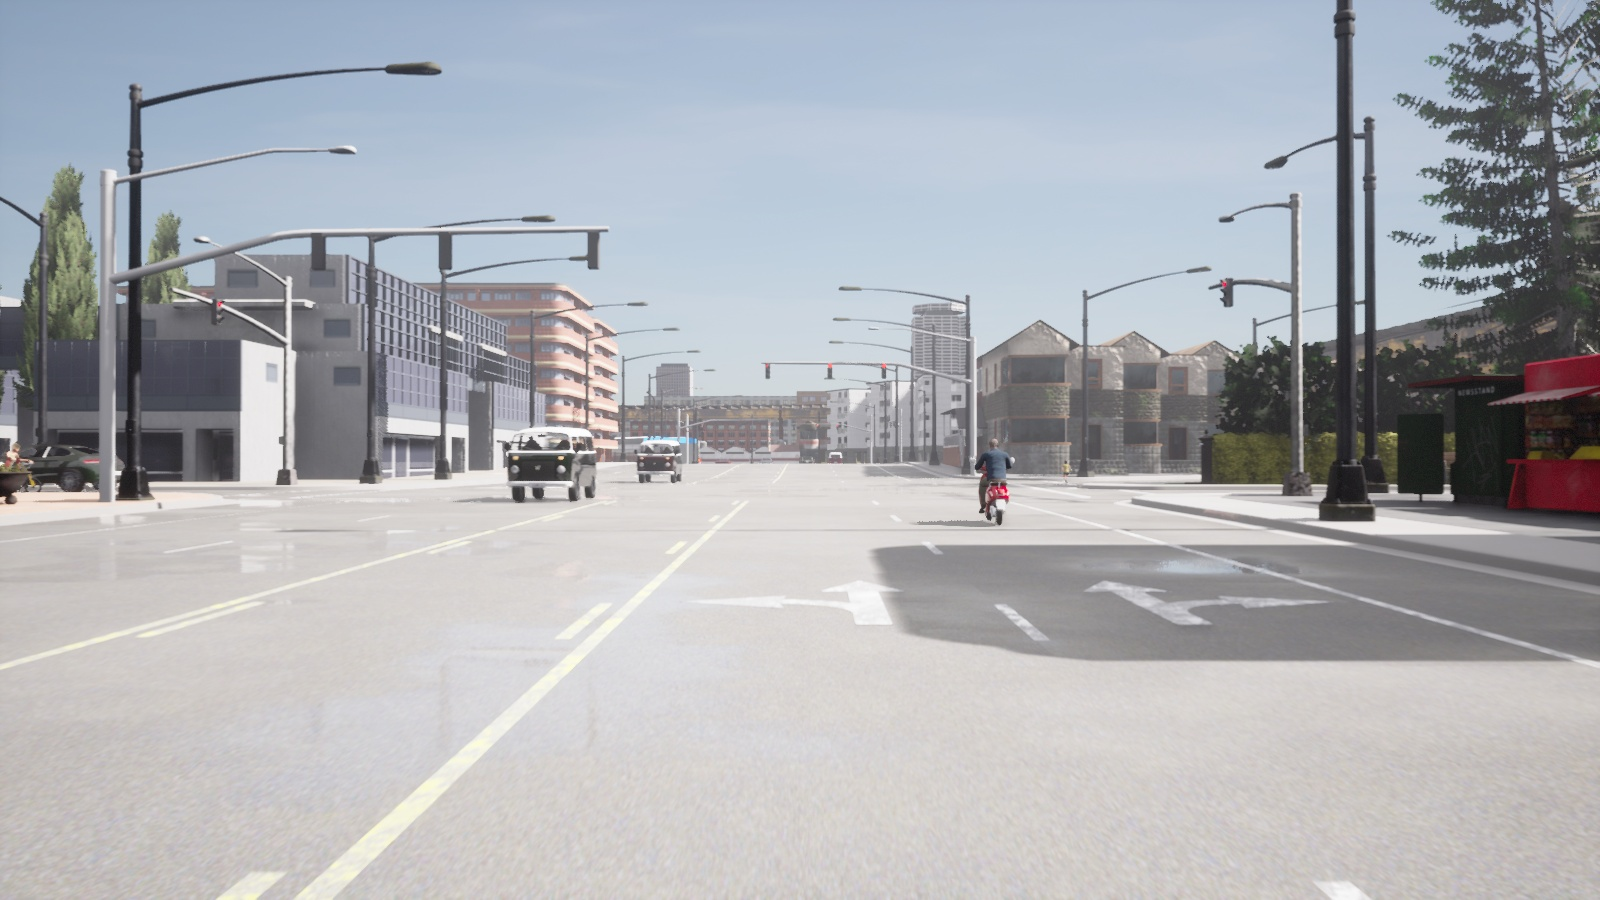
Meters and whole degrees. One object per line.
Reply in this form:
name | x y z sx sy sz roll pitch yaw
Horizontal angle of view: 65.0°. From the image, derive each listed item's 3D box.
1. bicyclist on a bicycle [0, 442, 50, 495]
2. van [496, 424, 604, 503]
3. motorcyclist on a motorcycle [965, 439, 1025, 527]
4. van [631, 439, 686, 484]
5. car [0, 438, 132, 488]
bicyclist on a bicycle | -24.299 0.564 38.961 1.509 1.612 0.866 0 -1 1
van | -6.784 0.364 34.570 2.069 2.038 4.480 0 0 0
motorcyclist on a motorcycle | 3.652 0.591 23.647 0.866 1.590 1.817 0 0 0
van | -6.641 0.524 59.393 2.069 2.038 4.480 0 0 0
car | -25.665 0.437 42.440 5.027 1.651 2.152 0 -1 1
